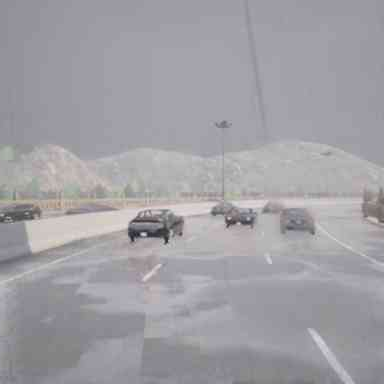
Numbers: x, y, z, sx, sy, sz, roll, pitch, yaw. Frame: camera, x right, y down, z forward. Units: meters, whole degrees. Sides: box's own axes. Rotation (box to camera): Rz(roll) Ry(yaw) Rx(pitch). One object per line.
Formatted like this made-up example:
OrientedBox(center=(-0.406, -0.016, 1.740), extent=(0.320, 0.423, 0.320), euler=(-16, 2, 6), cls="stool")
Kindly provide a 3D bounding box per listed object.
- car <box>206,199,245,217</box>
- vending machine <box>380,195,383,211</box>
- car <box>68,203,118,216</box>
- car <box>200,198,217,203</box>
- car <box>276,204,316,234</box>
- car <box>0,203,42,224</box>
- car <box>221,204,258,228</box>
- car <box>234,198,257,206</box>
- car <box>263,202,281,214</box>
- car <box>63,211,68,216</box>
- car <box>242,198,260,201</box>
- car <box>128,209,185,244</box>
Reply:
OrientedBox(center=(3.461, 1.746, 33.850), extent=(2.033, 1.411, 5.357), euler=(0, 0, 22), cls="car")
OrientedBox(center=(25.804, 1.488, 44.330), extent=(1.100, 2.100, 0.880), euler=(0, 0, 35), cls="vending machine")
OrientedBox(center=(-6.992, 1.695, 24.944), extent=(1.994, 1.385, 4.181), euler=(0, 0, 15), cls="car")
OrientedBox(center=(3.309, 1.864, 62.406), extent=(1.837, 1.490, 4.892), euler=(0, -1, 37), cls="car")
OrientedBox(center=(6.296, 1.673, 20.087), extent=(2.033, 1.411, 5.357), euler=(0, 0, 14), cls="car")
OrientedBox(center=(-13.938, 1.631, 26.014), extent=(1.837, 1.490, 4.892), euler=(0, 0, 15), cls="car")
OrientedBox(center=(3.600, 1.740, 23.407), extent=(1.895, 1.301, 4.718), euler=(0, 0, 16), cls="car")
OrientedBox(center=(10.688, 1.936, 66.179), extent=(2.033, 1.411, 5.357), euler=(0, 0, 39), cls="car")
OrientedBox(center=(9.653, 1.801, 38.899), extent=(1.994, 1.385, 4.181), euler=(0, 0, 26), cls="car")
OrientedBox(center=(-9.197, 1.705, 30.111), extent=(2.033, 1.411, 5.357), euler=(0, 0, 17), cls="car")
OrientedBox(center=(11.133, 1.842, 61.164), extent=(1.882, 1.535, 5.008), euler=(0, -1, 38), cls="car")
OrientedBox(center=(-1.606, 1.583, 16.430), extent=(2.128, 1.511, 4.902), euler=(0, 0, 10), cls="car")
